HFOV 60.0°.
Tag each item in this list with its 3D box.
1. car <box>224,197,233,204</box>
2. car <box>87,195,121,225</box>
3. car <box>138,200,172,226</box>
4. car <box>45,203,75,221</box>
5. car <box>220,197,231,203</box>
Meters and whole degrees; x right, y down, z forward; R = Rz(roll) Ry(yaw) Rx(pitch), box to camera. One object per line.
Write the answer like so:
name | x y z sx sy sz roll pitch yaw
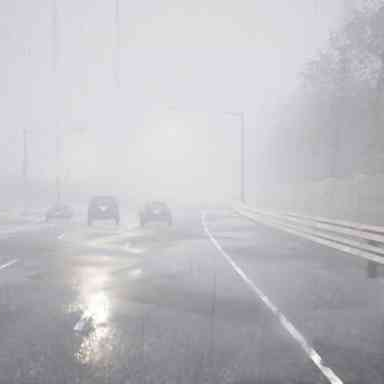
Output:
car | 10.455 2.488 94.381 2.097 1.767 4.553 0 -4 14
car | -6.435 1.258 24.459 2.150 2.045 5.566 0 0 -13
car | -2.708 1.365 23.599 2.097 1.767 4.553 0 0 -12
car | -10.964 1.627 27.835 1.994 1.385 4.181 -1 0 -16
car | 8.179 2.131 84.233 2.128 1.511 4.902 0 -3 12
